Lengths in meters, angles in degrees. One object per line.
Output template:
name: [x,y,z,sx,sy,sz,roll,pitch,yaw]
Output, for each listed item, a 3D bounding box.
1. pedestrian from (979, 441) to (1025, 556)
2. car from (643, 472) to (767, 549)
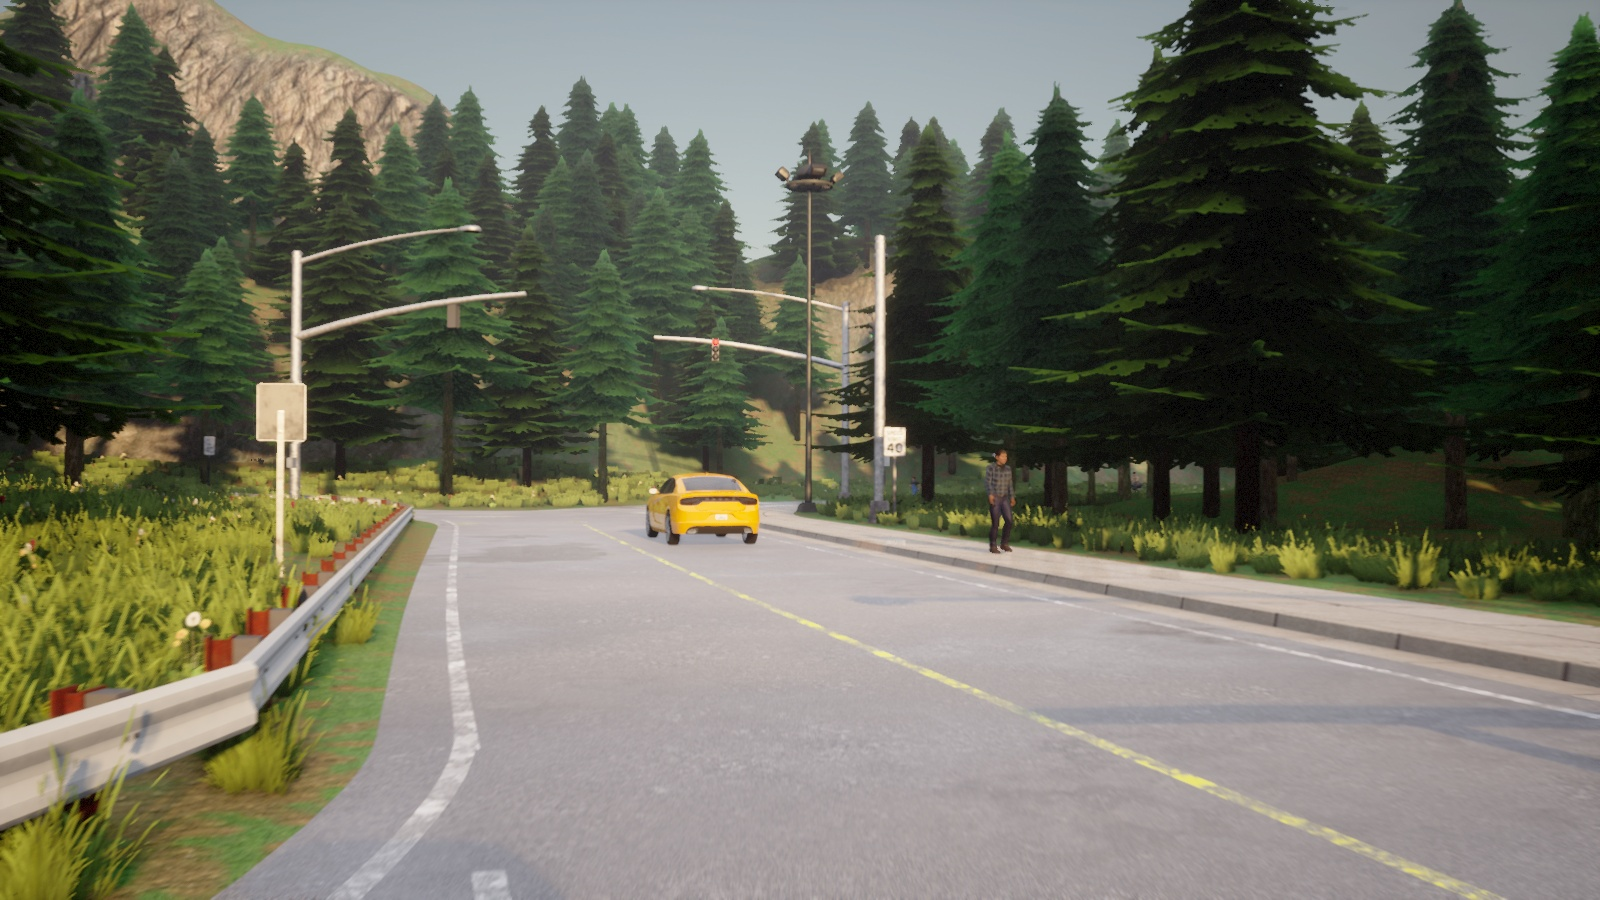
pedestrian: [3.463,0.824,21.591,0.423,1.949,0.788,0,-1,-22]
car: [-2.233,1.271,28.092,1.882,1.535,5.008,0,-1,-15]
